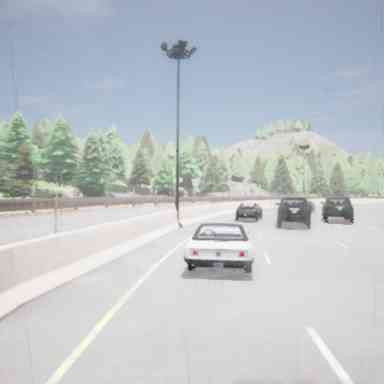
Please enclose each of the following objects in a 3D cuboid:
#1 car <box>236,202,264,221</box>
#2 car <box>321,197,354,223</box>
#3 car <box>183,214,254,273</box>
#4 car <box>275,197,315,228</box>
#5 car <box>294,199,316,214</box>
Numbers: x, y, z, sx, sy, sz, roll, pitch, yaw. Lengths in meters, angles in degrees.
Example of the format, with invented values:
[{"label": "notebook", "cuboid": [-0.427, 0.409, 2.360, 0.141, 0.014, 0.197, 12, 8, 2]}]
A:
[{"label": "car", "cuboid": [4.917, 1.610, 28.234, 2.128, 1.511, 4.902, 0, 0, 18]}, {"label": "car", "cuboid": [12.098, 1.397, 27.814, 2.150, 2.045, 5.566, 0, 0, 19]}, {"label": "car", "cuboid": [0.963, 1.639, 10.908, 1.895, 1.301, 4.718, 0, 0, 7]}, {"label": "car", "cuboid": [7.184, 1.348, 23.703, 2.150, 2.045, 5.566, 0, 0, 15]}, {"label": "car", "cuboid": [13.826, 1.702, 40.571, 1.882, 1.535, 5.008, 0, 0, 26]}]
